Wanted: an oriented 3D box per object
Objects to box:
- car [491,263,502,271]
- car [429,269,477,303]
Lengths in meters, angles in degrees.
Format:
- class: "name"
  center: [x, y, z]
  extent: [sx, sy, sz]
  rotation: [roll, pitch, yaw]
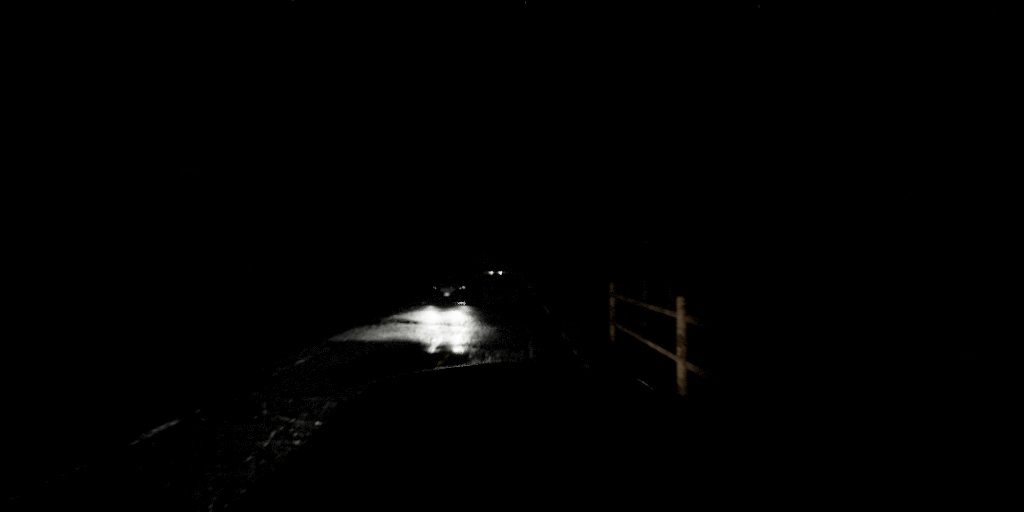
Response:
- class: "car"
  center: [-2.746, 1.959, 64.403]
  extent: [1.882, 1.535, 5.008]
  rotation: [0, -1, 0]
- class: "car"
  center: [-2.850, 1.436, 18.147]
  extent: [2.128, 1.511, 4.902]
  rotation: [0, -1, 0]
